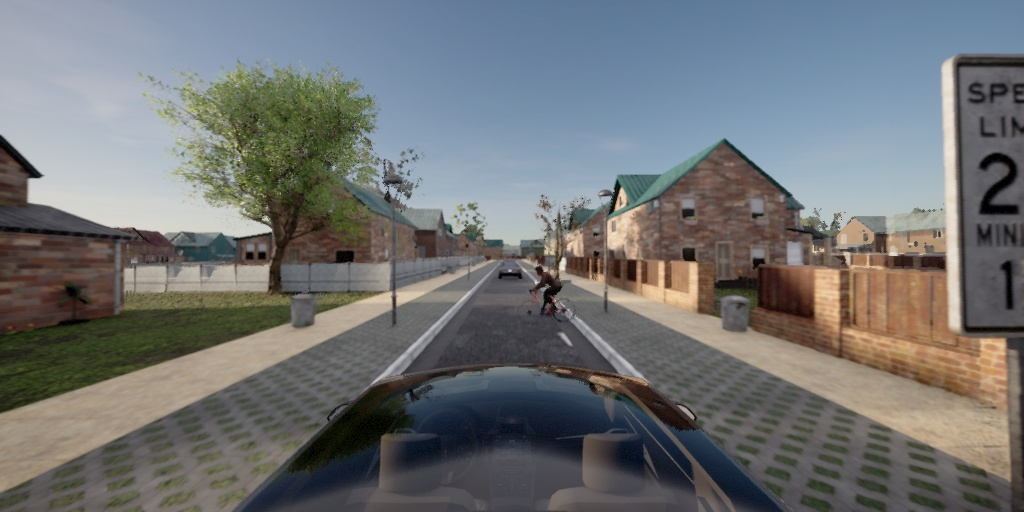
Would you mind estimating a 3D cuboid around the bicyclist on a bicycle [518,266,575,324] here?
[{"bbox_3d":[0.952,1.101,10.124,1.656,1.620,0.582,-3,0,-1],"label":"bicyclist on a bicycle"}]

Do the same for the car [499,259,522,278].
[{"bbox_3d":[-0.173,1.183,31.724,1.994,1.385,4.181,0,0,-1],"label":"car"}]
